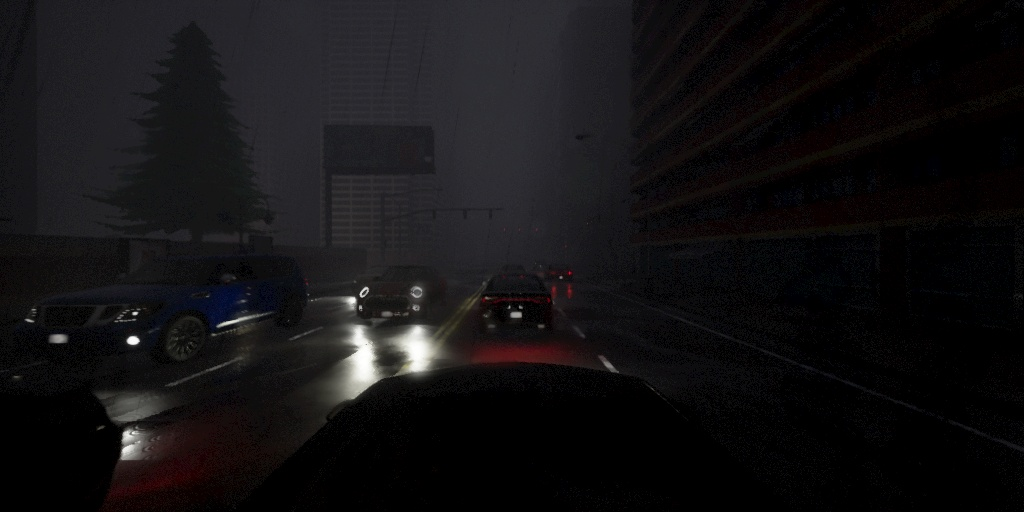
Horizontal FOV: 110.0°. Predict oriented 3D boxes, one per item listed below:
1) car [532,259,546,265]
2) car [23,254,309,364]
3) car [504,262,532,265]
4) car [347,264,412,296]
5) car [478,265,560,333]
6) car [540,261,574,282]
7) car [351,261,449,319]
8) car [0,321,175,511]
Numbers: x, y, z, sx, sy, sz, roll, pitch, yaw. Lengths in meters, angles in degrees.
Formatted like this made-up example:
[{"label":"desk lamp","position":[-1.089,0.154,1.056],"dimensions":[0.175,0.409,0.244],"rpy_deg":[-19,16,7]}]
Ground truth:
[{"label":"car","position":[3.589,1.107,46.826],"dimensions":[1.837,1.490,4.892],"rpy_deg":[0,0,0]},{"label":"car","position":[-7.096,0.953,8.373],"dimensions":[2.150,2.045,5.566],"rpy_deg":[0,0,0]},{"label":"car","position":[0.055,1.226,24.006],"dimensions":[2.033,1.411,5.357],"rpy_deg":[0,0,0]},{"label":"car","position":[-7.067,1.217,19.701],"dimensions":[1.812,1.442,4.674],"rpy_deg":[0,0,0]},{"label":"car","position":[0.100,1.199,10.734],"dimensions":[1.882,1.535,5.008],"rpy_deg":[0,0,0]},{"label":"car","position":[3.578,1.265,28.259],"dimensions":[1.895,1.301,4.718],"rpy_deg":[0,0,0]},{"label":"car","position":[-3.591,1.066,12.513],"dimensions":[2.097,1.767,4.553],"rpy_deg":[0,0,0]},{"label":"car","position":[-3.601,1.261,0.381],"dimensions":[1.837,1.490,4.892],"rpy_deg":[0,0,0]}]
